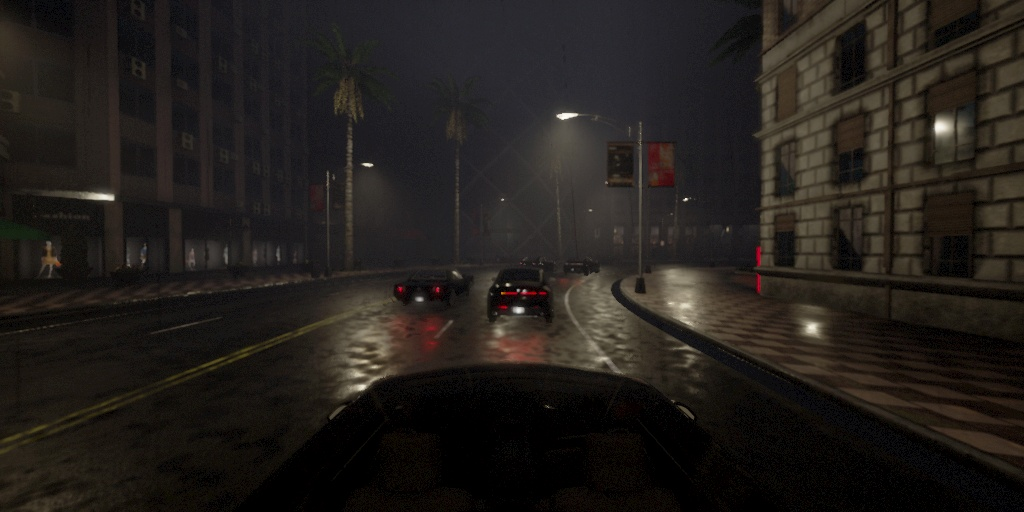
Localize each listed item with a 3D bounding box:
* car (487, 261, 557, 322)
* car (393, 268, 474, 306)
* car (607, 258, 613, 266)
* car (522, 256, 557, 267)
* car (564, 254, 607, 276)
[{"bbox_3d":[0.355,1.086,11.514,1.837,1.490,4.892,0,1,4],"label":"car"},{"bbox_3d":[-2.865,1.134,14.339,1.895,1.301,4.718,0,1,7],"label":"car"},{"bbox_3d":[10.381,0.553,45.062,5.357,1.411,2.033,-1,1,-37],"label":"car"},{"bbox_3d":[2.198,0.760,29.753,2.128,1.511,4.902,0,1,28],"label":"car"},{"bbox_3d":[5.732,0.774,28.927,2.128,1.511,4.902,0,1,29],"label":"car"}]
